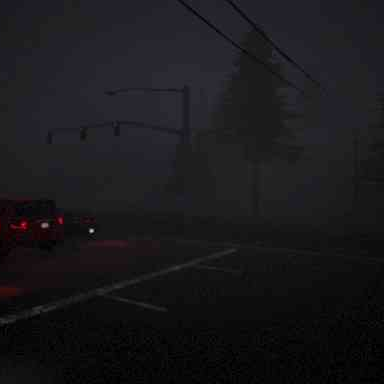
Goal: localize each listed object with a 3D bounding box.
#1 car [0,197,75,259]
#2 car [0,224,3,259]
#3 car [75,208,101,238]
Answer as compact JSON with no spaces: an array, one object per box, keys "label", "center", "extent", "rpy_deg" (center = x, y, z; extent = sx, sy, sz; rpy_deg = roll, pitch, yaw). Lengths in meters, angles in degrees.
[{"label":"car","center":[-7.294,1.218,12.616],"extent":[5.566,2.045,2.150],"rpy_deg":[0,0,30]},{"label":"car","center":[-7.518,1.547,8.694],"extent":[5.357,1.411,2.033],"rpy_deg":[0,0,31]},{"label":"car","center":[-6.632,1.497,16.241],"extent":[4.892,1.490,1.837],"rpy_deg":[0,0,30]}]
